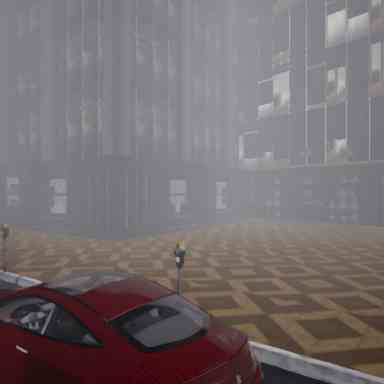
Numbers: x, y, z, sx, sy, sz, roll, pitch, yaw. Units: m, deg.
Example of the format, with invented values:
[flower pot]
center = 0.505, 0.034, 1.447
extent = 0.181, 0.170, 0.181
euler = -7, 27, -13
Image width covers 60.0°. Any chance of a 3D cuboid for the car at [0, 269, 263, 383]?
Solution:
[car]
center = -1.290, 1.580, 3.793
extent = 4.206, 1.307, 1.802
euler = 0, 0, 35
